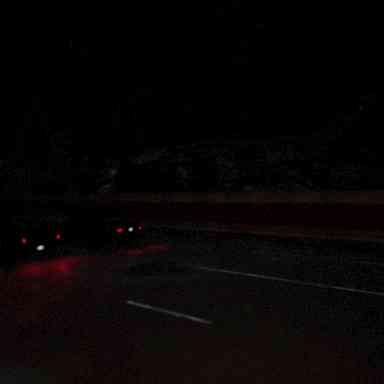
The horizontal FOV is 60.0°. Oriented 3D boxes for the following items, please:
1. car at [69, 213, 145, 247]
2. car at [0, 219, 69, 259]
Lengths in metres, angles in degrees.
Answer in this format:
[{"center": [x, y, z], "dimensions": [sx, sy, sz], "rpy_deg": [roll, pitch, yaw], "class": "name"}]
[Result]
[{"center": [-4.699, 1.688, 15.739], "dimensions": [5.357, 1.411, 2.033], "rpy_deg": [-1, 0, 35], "class": "car"}, {"center": [-7.282, 1.748, 13.277], "dimensions": [4.718, 1.301, 1.895], "rpy_deg": [-1, 0, 35], "class": "car"}]
